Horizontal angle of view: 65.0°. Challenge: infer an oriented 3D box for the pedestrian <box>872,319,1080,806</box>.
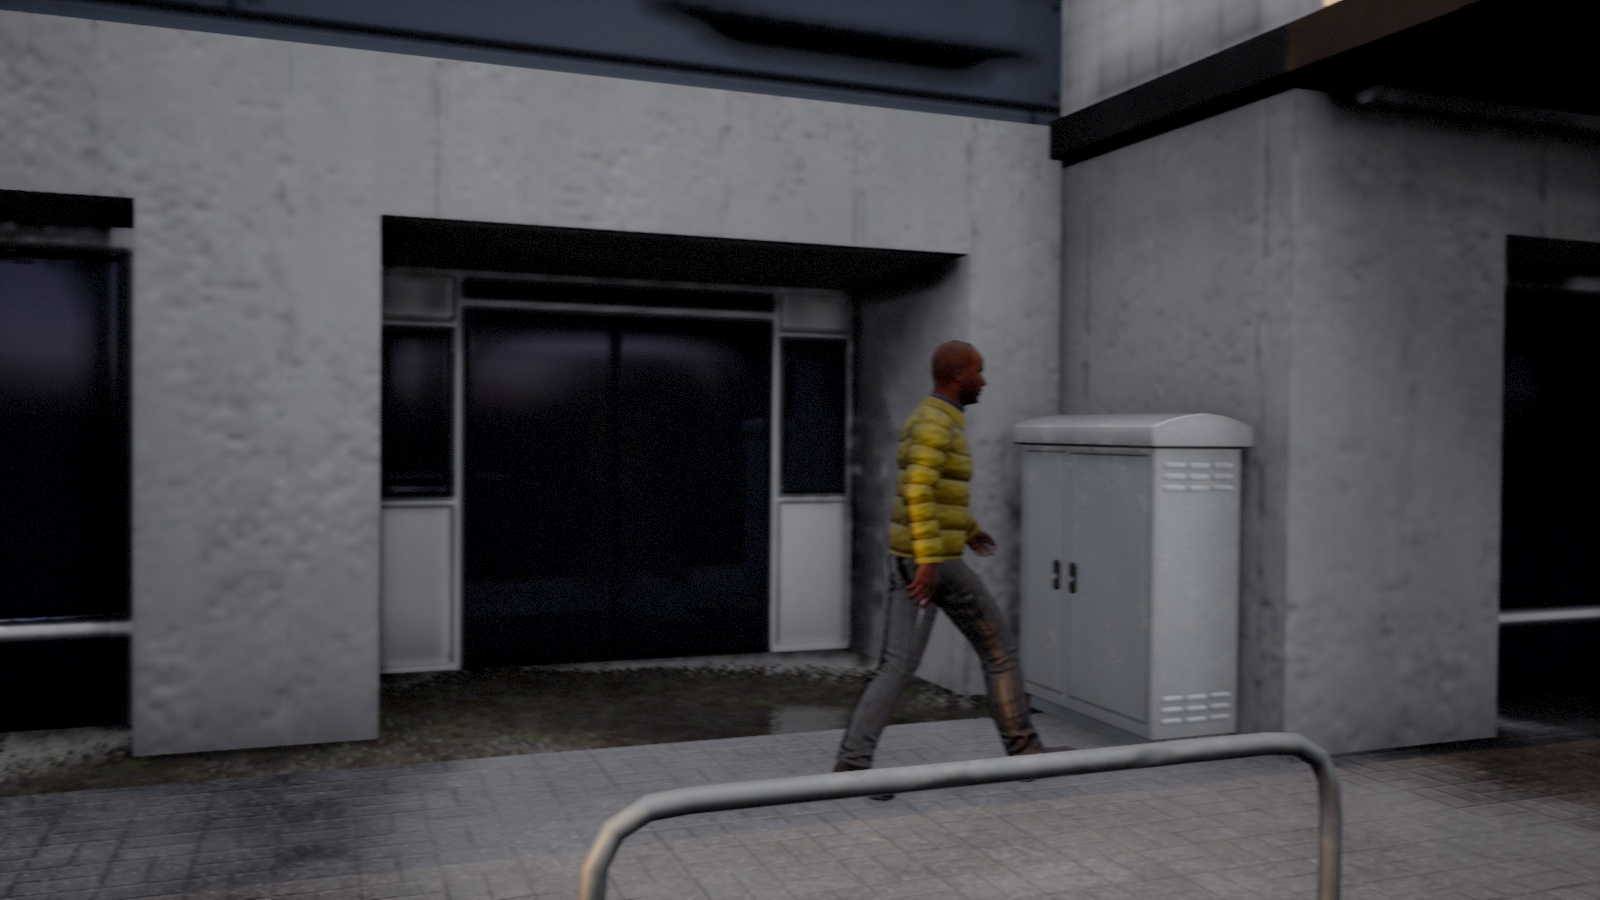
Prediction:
[{"bbox_3d":[0.684,0.420,4.959,0.726,1.835,0.370,-1,1,-8],"label":"pedestrian"}]
